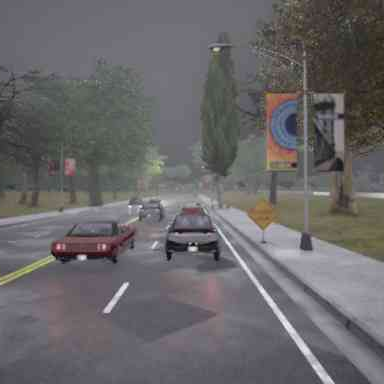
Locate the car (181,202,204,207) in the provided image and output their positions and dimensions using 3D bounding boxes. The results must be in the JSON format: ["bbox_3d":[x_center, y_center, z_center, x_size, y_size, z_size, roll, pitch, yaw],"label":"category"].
[{"bbox_3d":[0.051,1.581,28.795,1.882,1.535,5.008,0,0,1],"label":"car"}]

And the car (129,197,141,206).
[{"bbox_3d":[-9.796,1.606,58.209,1.837,1.490,4.892,0,1,1],"label":"car"}]

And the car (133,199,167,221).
[{"bbox_3d":[-3.210,1.593,27.639,2.128,1.511,4.902,0,0,1],"label":"car"}]

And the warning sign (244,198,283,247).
[{"bbox_3d":[2.833,1.171,13.273,1.300,1.860,1.060,-1,-1,0],"label":"warning sign"}]

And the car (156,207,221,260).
[{"bbox_3d":[0.041,1.545,12.650,2.128,1.511,4.902,0,0,0],"label":"car"}]

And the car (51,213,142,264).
[{"bbox_3d":[-3.216,1.652,12.019,1.895,1.301,4.718,0,0,1],"label":"car"}]
